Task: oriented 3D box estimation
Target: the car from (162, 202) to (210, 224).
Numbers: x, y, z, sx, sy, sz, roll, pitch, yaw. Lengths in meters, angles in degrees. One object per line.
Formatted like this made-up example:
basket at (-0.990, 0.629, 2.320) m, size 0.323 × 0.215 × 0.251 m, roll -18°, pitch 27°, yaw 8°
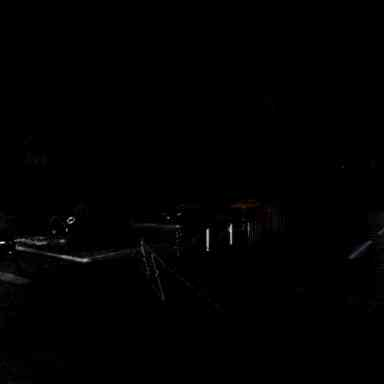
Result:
car at (-0.323, 1.529, 25.206) m, size 1.812 × 1.442 × 4.674 m, roll 0°, pitch 0°, yaw 35°

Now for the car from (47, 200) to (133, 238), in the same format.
car at (-5.392, 1.355, 17.960) m, size 2.097 × 1.767 × 4.553 m, roll 0°, pitch 0°, yaw 35°

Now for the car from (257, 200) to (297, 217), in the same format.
car at (8.256, 1.497, 31.014) m, size 2.128 × 1.511 × 4.902 m, roll 0°, pitch 0°, yaw 35°

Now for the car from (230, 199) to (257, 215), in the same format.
car at (5.595, 1.480, 33.654) m, size 1.882 × 1.535 × 5.008 m, roll 0°, pitch 0°, yaw 35°

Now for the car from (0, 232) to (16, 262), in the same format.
car at (-7.766, 1.496, 9.421) m, size 4.902 × 1.511 × 2.128 m, roll 0°, pitch 1°, yaw -30°
